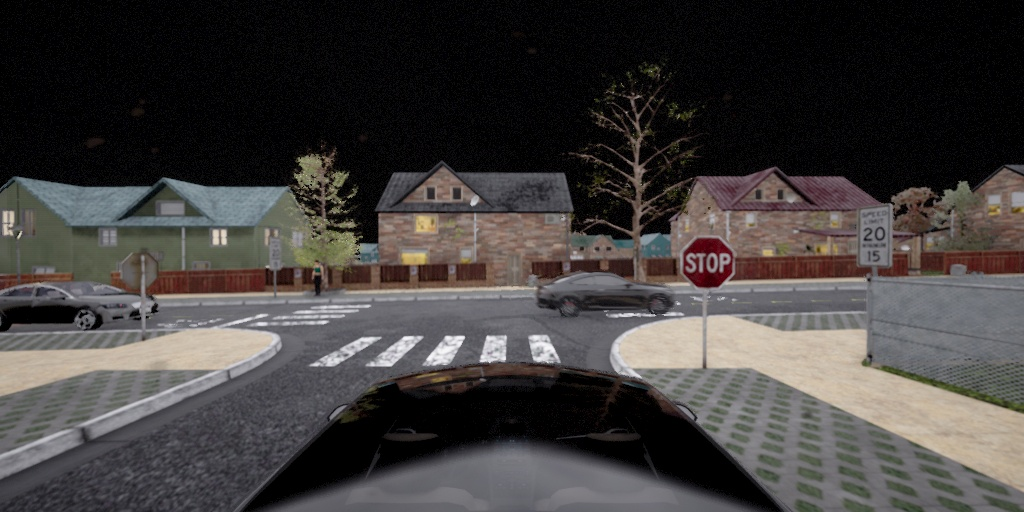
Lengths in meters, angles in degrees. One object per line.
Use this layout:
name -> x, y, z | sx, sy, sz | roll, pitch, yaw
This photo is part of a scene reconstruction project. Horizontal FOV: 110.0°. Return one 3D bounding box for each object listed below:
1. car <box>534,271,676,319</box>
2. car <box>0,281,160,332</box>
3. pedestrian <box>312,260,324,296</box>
car -> 3.087, 1.232, 12.234 | 4.674, 1.442, 1.812 | -2, 1, 0
car -> -14.817, 1.616, 12.068 | 4.902, 1.511, 2.128 | -1, 1, 0
pedestrian -> -9.767, 1.088, 17.970 | 0.375, 1.860, 0.375 | 0, 2, -1
